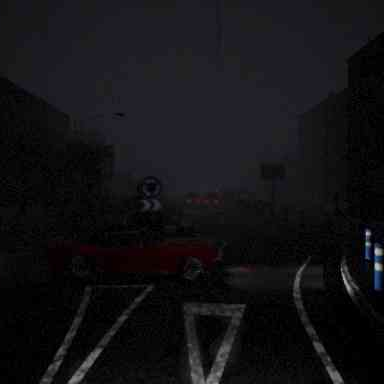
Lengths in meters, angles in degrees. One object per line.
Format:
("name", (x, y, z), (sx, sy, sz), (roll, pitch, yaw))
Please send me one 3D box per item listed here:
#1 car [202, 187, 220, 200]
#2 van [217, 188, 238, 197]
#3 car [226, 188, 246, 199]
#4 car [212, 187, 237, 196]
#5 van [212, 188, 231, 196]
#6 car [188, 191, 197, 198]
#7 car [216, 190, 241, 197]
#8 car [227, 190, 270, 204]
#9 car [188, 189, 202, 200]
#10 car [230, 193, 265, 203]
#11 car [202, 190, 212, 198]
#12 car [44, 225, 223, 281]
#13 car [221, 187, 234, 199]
("car", (3.301, 0.413, 58.697), (2.097, 1.767, 4.553), (0, 1, 0))
("van", (7.804, 0.035, 73.086), (4.442, 1.987, 1.878), (0, 1, -1))
("car", (7.965, 0.604, 51.165), (4.553, 1.767, 2.185), (0, 1, -1))
("car", (7.580, -0.074, 78.719), (5.566, 2.045, 2.435), (0, 1, -1))
("van", (7.414, -0.116, 84.229), (4.442, 1.987, 1.878), (0, 1, -1))
("car", (0.107, 0.451, 68.819), (1.895, 1.301, 4.718), (0, 1, -1))
("car", (7.731, 0.305, 70.454), (5.008, 1.535, 2.097), (0, 1, -1))
("car", (7.888, 0.880, 45.655), (5.366, 1.575, 1.946), (0, 2, -1))
("car", (0.300, 0.406, 58.887), (2.097, 1.767, 4.553), (0, 1, 0))
("car", (8.039, 0.844, 48.416), (4.674, 1.452, 2.002), (0, 2, -1))
("car", (3.107, 0.357, 68.829), (1.837, 1.490, 4.892), (0, 1, -1))
("car", (-1.496, 1.623, 9.440), (4.718, 1.301, 1.895), (0, 0, 5))
("car", (7.987, 0.407, 53.917), (5.566, 2.045, 2.435), (0, 1, -1))
